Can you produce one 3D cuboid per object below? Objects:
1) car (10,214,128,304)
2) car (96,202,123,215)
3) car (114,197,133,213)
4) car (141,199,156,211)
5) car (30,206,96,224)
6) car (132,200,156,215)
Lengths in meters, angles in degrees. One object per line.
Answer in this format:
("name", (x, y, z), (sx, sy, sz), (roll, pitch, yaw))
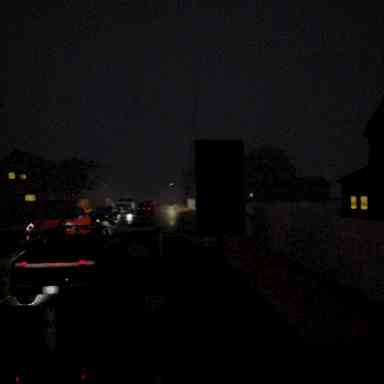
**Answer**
("car", (-2.755, 1.561, 8.378), (2.128, 1.511, 4.902), (-1, 0, -5))
("car", (-7.345, 1.815, 27.806), (2.033, 1.411, 5.357), (-1, 0, -5))
("car", (-8.546, 1.618, 42.156), (2.150, 2.045, 5.566), (-1, -1, -5))
("car", (-6.389, 1.902, 49.112), (1.882, 1.535, 5.008), (-1, 0, -5))
("car", (-6.315, 1.517, 16.185), (2.097, 1.767, 4.553), (-1, 0, -5))
("car", (-5.413, 1.880, 38.636), (2.033, 1.411, 5.357), (-1, 0, -4))
